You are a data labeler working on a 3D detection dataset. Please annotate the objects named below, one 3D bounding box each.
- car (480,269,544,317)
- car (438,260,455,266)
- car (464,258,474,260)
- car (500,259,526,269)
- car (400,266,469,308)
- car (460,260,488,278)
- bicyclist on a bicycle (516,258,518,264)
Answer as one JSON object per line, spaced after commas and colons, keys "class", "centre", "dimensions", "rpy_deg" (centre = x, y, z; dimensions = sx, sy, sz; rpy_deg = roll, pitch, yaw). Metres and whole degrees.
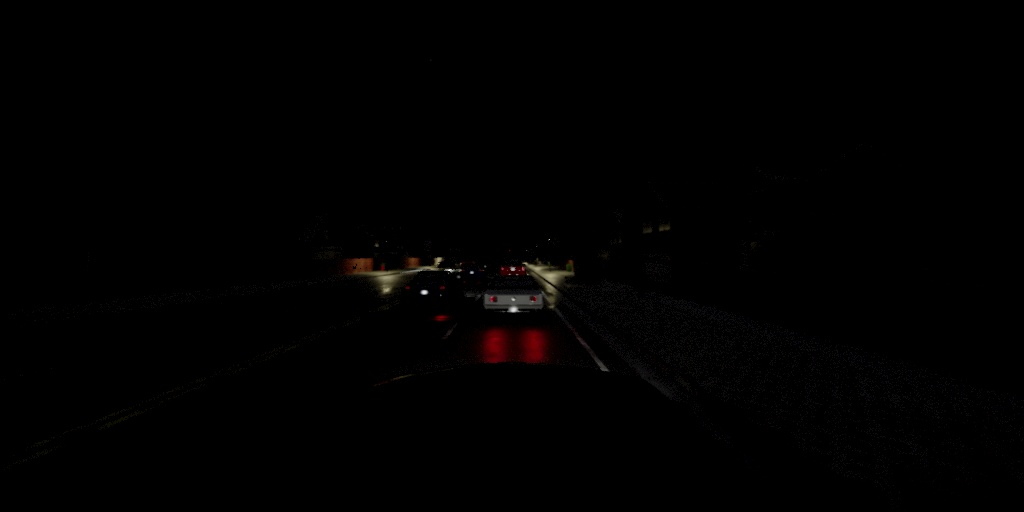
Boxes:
{"class": "car", "centre": [0.066, 1.324, 13.040], "dimensions": [1.895, 1.301, 4.718], "rpy_deg": [0, 0, 0]}
{"class": "car", "centre": [-9.801, 1.296, 54.103], "dimensions": [1.994, 1.385, 4.181], "rpy_deg": [0, 0, 0]}
{"class": "car", "centre": [-6.553, 1.083, 53.917], "dimensions": [2.097, 1.767, 4.553], "rpy_deg": [0, 0, 0]}
{"class": "car", "centre": [0.076, 1.057, 29.201], "dimensions": [2.097, 1.767, 4.553], "rpy_deg": [0, 0, 0]}
{"class": "car", "centre": [-3.174, 1.283, 15.035], "dimensions": [1.994, 1.385, 4.181], "rpy_deg": [0, 0, 0]}
{"class": "car", "centre": [-3.168, 1.271, 30.404], "dimensions": [1.994, 1.385, 4.181], "rpy_deg": [0, 0, 0]}
{"class": "bicyclist on a bicycle", "centre": [0.904, 1.183, 62.106], "dimensions": [0.866, 1.612, 1.509], "rpy_deg": [0, 0, 0]}
